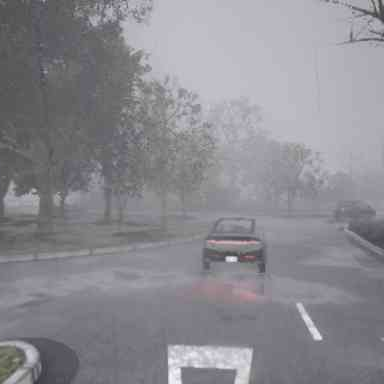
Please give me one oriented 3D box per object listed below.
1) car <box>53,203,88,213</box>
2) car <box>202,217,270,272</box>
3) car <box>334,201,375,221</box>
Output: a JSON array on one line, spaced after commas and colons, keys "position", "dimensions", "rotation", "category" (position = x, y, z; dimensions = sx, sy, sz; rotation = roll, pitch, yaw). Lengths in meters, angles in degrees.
[{"position": [-18.058, 2.326, 48.729], "dimensions": [5.357, 1.411, 2.033], "rotation": [0, -1, -8], "category": "car"}, {"position": [1.550, 1.603, 11.215], "dimensions": [2.128, 1.511, 4.902], "rotation": [0, -1, 12], "category": "car"}, {"position": [16.942, 1.947, 34.606], "dimensions": [5.566, 2.045, 2.150], "rotation": [2, -3, -40], "category": "car"}]
